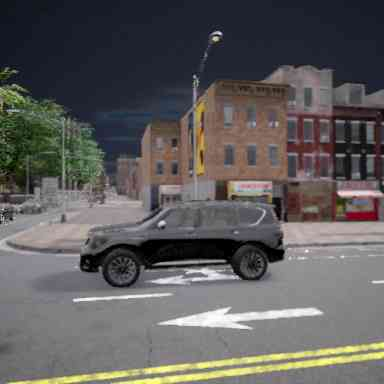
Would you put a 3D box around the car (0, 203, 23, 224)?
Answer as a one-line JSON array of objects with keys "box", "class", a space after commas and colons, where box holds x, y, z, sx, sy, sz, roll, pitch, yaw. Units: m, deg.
[{"box": [-15.101, 1.594, 25.732, 2.128, 1.511, 4.902, 0, 0, -12], "class": "car"}]

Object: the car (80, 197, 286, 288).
[{"box": [-0.171, 1.273, 9.270, 5.566, 2.045, 2.150, 1, 0, -13], "class": "car"}]

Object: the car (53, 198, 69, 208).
[{"box": [-21.106, 1.710, 53.655, 2.128, 1.511, 4.902, 0, 0, -12], "class": "car"}]

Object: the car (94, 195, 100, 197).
[{"box": [-23.487, 1.865, 78.567, 1.947, 1.339, 4.313, 0, 0, -12], "class": "car"}]

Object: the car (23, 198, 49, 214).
[{"box": [-17.660, 1.503, 37.484, 2.097, 1.767, 4.553, 0, 0, -12], "class": "car"}]
